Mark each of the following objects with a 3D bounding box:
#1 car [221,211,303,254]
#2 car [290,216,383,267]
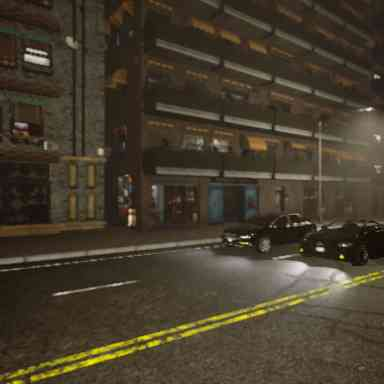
[{"bbox_3d":[3.413,1.619,14.230,4.892,1.490,1.837,1,0,-37],"label":"car"},{"bbox_3d":[5.729,1.677,11.903,4.181,1.385,1.994,1,0,-37],"label":"car"}]
